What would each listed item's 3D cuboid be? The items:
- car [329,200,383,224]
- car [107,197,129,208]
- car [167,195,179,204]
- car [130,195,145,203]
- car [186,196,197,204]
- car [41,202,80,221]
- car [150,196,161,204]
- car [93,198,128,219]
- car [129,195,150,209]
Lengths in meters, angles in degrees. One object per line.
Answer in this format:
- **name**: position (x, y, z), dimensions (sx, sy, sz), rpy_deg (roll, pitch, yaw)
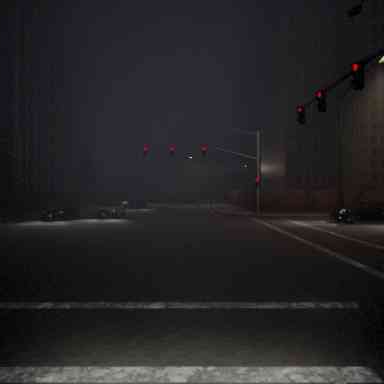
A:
- **car**: position (12.366, 1.349, 23.919), dimensions (4.553, 1.767, 2.097), rpy_deg (0, 0, 0)
- **car**: position (-10.692, 1.541, 48.672), dimensions (2.033, 1.411, 5.357), rpy_deg (0, 0, 0)
- **car**: position (-3.627, 1.344, 64.942), dimensions (2.097, 1.767, 4.553), rpy_deg (0, 0, 0)
- **car**: position (-10.628, 1.338, 65.134), dimensions (2.033, 1.411, 5.357), rpy_deg (0, 0, 0)
- **car**: position (-0.127, 1.556, 64.979), dimensions (1.994, 1.385, 4.181), rpy_deg (0, 0, 0)
- **car**: position (-10.652, 1.522, 27.349), dimensions (1.812, 1.442, 4.674), rpy_deg (0, 0, 0)
- **car**: position (-7.132, 1.519, 64.731), dimensions (1.812, 1.442, 4.674), rpy_deg (0, 0, 0)
- **car**: position (-7.157, 1.522, 29.351), dimensions (1.812, 1.442, 4.674), rpy_deg (0, 0, 0)
- **car**: position (-7.167, 1.520, 44.226), dimensions (1.812, 1.442, 4.674), rpy_deg (0, 0, 0)
